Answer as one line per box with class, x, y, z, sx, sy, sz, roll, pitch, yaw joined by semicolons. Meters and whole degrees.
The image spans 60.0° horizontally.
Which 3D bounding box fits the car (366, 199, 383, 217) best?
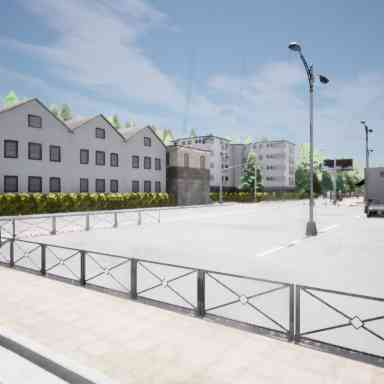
car;15.381;1.298;26.840;2.007;1.523;4.514;0;0;35
